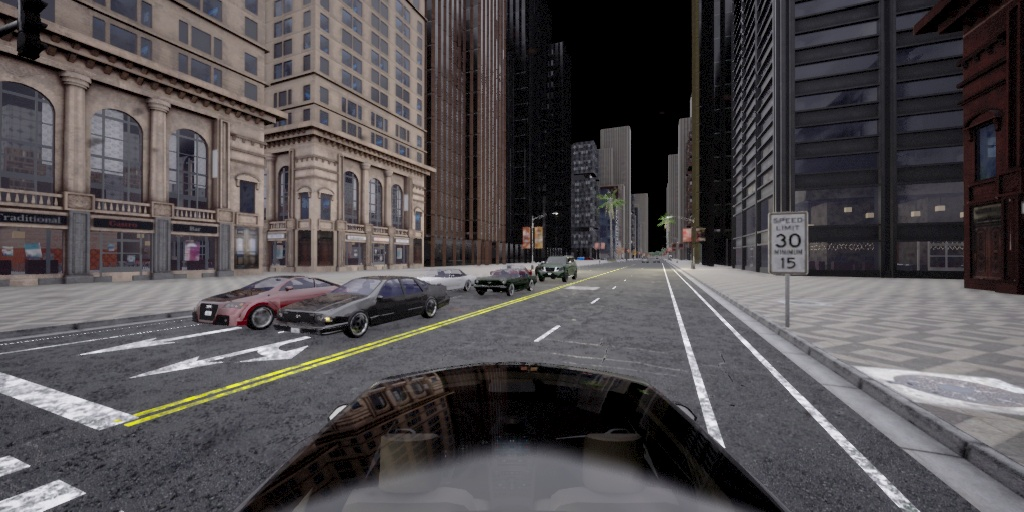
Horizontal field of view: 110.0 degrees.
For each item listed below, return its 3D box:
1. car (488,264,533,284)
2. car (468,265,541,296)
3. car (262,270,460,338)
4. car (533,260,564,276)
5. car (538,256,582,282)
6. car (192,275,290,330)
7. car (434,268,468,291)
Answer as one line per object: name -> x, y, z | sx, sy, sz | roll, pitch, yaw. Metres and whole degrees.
car -> -0.010, 1.363, 28.506 | 1.895, 1.301, 4.718 | 0, 0, 23
car -> -0.238, 1.357, 19.461 | 1.895, 1.301, 4.718 | 0, 0, 23
car -> -3.907, 1.299, 10.601 | 2.033, 1.411, 5.357 | 0, 0, 22
car -> 3.930, 1.250, 37.921 | 1.882, 1.535, 5.008 | 0, 0, 23
car -> 3.858, 0.986, 29.342 | 2.150, 2.045, 5.566 | 0, 0, 22
car -> -7.170, 1.315, 11.206 | 1.994, 1.385, 4.181 | 0, 0, 23
car -> -3.823, 1.356, 19.303 | 1.895, 1.301, 4.718 | 0, 0, 23
